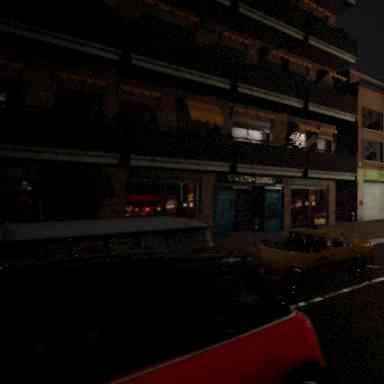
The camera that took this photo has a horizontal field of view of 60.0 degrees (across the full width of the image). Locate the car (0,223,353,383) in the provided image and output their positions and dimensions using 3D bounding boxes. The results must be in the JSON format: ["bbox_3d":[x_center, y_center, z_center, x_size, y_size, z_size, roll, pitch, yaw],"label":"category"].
[{"bbox_3d":[-1.043,1.359,2.517,4.553,1.767,2.097,0,0,-35],"label":"car"}]

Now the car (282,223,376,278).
[{"bbox_3d":[2.919,1.530,8.631,4.829,1.417,1.752,0,1,-35],"label":"car"}]

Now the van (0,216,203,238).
[{"bbox_3d":[-1.476,1.353,5.495,3.998,1.788,1.690,0,1,-35],"label":"van"}]
